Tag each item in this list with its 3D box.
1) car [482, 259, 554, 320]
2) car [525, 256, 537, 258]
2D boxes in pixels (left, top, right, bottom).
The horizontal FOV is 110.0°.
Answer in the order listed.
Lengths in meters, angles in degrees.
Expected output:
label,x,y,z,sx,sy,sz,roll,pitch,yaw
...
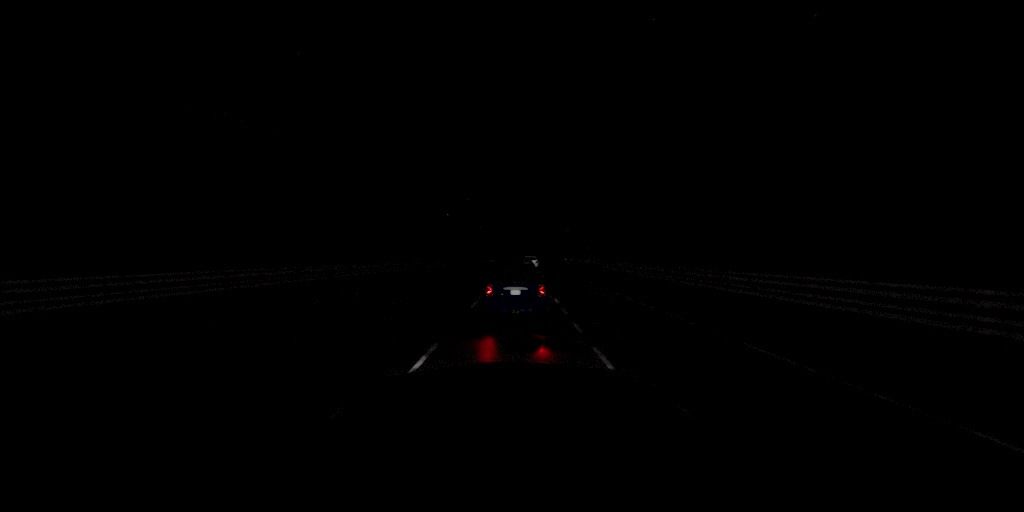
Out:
label,x,y,z,sx,sy,sz,roll,pitch,yaw
car,0.161,1.104,12.781,2.097,1.767,4.553,0,0,1
car,2.823,1.019,52.297,2.150,2.045,5.566,0,0,6
